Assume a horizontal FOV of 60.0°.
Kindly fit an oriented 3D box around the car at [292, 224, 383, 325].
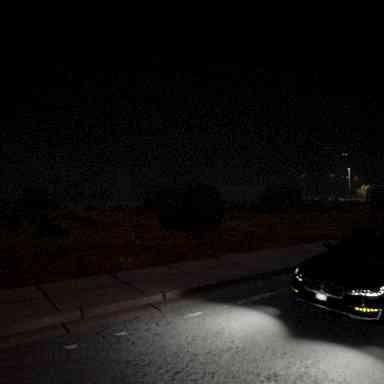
[{"bbox_3d":[4.116,1.479,6.896,4.892,1.490,1.837,0,0,-35],"label":"car"}]
